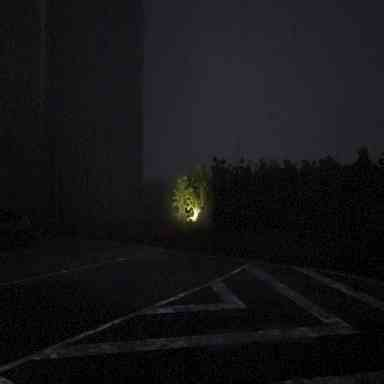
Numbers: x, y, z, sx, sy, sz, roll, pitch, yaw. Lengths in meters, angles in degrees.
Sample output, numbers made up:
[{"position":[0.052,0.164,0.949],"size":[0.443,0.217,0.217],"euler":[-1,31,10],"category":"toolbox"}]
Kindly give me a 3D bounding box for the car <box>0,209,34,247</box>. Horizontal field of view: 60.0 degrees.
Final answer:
[{"position":[-8.487,1.483,13.030],"size":[1.851,1.617,3.988],"euler":[0,0,35],"category":"car"}]

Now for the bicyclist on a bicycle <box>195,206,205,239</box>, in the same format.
[{"position":[0.605,1.515,16.058],"size":[0.582,1.620,1.656],"euler":[-1,4,-45],"category":"bicyclist on a bicycle"}]
